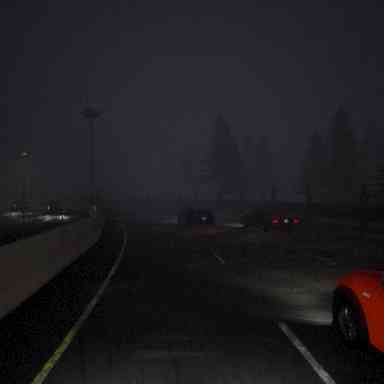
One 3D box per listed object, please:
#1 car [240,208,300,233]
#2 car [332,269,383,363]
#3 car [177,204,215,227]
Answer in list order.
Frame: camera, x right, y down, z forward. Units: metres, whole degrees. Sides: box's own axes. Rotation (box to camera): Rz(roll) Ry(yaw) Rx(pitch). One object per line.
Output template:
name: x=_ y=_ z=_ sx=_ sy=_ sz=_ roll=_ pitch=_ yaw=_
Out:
car: x=4.731 y=1.700 z=20.997 sx=2.033 sy=1.411 sz=5.357 roll=0 pitch=0 yaw=-12
car: x=3.336 y=1.371 z=3.482 sx=2.097 sy=1.767 sz=4.553 roll=0 pitch=0 yaw=-2
car: x=0.197 y=1.672 z=24.897 sx=1.882 sy=1.535 sz=5.008 roll=0 pitch=0 yaw=-14
